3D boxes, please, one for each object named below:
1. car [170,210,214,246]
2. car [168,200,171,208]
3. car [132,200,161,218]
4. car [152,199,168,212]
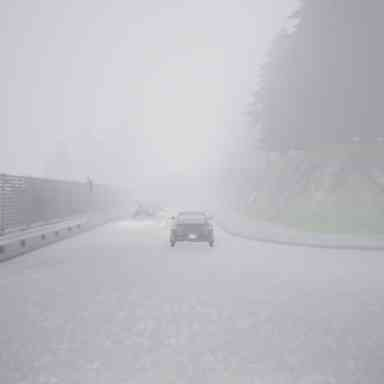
[{"bbox_3d":[-0.005,1.573,15.349,1.812,1.442,4.674,0,0,-1],"label":"car"},{"bbox_3d":[-4.417,1.714,52.261,1.994,1.385,4.181,0,0,0],"label":"car"},{"bbox_3d":[-4.270,1.687,30.815,1.895,1.301,4.718,0,0,0],"label":"car"},{"bbox_3d":[-4.316,1.620,40.961,1.837,1.490,4.892,0,0,0],"label":"car"}]
